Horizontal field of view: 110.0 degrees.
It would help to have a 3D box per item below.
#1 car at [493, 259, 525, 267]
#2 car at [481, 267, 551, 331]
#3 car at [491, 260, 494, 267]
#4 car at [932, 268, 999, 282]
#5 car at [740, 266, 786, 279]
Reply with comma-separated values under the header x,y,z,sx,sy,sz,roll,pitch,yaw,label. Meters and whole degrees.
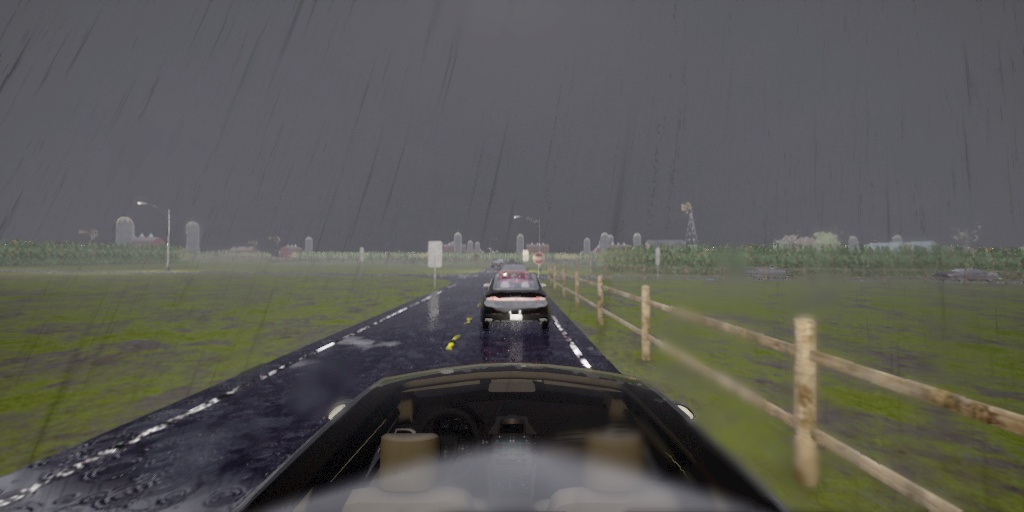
x,y,z,sx,sy,sz,roll,pitch,yaw,label
0.092,1.178,23.247,2.097,1.767,4.553,0,0,0,car
0.097,1.277,11.131,2.128,1.511,4.902,0,0,0,car
-2.806,1.482,64.697,2.033,1.411,5.357,0,0,1,car
48.935,2.038,38.681,5.357,1.411,2.033,1,-1,0,car
27.166,1.788,38.850,4.181,1.385,1.994,1,-1,0,car
